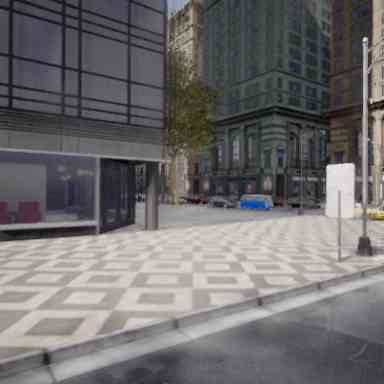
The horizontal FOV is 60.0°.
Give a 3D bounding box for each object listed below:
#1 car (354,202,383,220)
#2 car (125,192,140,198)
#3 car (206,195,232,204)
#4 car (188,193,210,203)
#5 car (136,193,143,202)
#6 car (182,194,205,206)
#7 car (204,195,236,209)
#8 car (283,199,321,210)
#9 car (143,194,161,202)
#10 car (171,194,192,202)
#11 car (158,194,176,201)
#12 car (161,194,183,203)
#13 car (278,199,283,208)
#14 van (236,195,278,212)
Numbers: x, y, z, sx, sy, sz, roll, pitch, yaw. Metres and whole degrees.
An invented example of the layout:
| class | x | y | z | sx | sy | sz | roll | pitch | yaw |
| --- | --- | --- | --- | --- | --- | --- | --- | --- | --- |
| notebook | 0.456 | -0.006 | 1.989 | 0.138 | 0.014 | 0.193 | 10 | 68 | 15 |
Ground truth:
| class | x | y | z | sx | sy | sz | roll | pitch | yaw |
| --- | --- | --- | --- | --- | --- | --- | --- | --- | --- |
| car | 13.749 | 1.547 | 27.712 | 1.752 | 1.417 | 4.829 | 1 | 0 | -35 |
| car | -14.953 | 0.788 | 83.297 | 1.887 | 1.381 | 4.507 | 1 | 0 | -35 |
| car | 4.447 | 1.271 | 55.740 | 2.008 | 1.369 | 4.403 | 1 | 0 | -35 |
| car | 1.216 | 1.079 | 60.333 | 1.967 | 1.590 | 4.097 | 1 | 0 | -35 |
| car | -8.987 | 1.063 | 60.013 | 2.008 | 1.369 | 4.403 | 1 | 0 | -35 |
| car | 1.110 | 1.219 | 50.450 | 1.882 | 1.535 | 5.008 | 0 | 1 | -35 |
| car | 3.949 | 1.380 | 41.636 | 2.008 | 1.369 | 4.403 | 1 | 0 | -35 |
| car | 14.148 | 1.511 | 41.957 | 1.947 | 1.339 | 4.313 | 1 | 0 | -35 |
| car | -5.753 | 1.144 | 55.419 | 2.008 | 1.369 | 4.403 | 1 | 0 | -35 |
| car | -2.020 | 1.109 | 64.926 | 2.008 | 1.369 | 4.403 | 1 | 0 | -35 |
| car | -5.254 | 1.060 | 69.518 | 1.802 | 1.307 | 4.206 | 1 | 0 | -35 |
| car | -2.422 | 1.202 | 50.687 | 1.752 | 1.417 | 4.829 | 1 | 0 | -35 |
| car | 10.916 | 1.420 | 46.550 | 1.887 | 1.381 | 4.507 | 1 | 0 | -35 |
| van | 7.185 | 1.241 | 37.042 | 1.690 | 1.788 | 3.998 | 1 | 0 | -35 |
